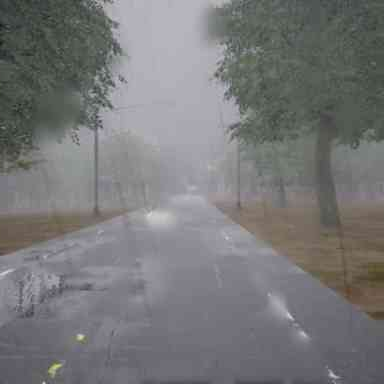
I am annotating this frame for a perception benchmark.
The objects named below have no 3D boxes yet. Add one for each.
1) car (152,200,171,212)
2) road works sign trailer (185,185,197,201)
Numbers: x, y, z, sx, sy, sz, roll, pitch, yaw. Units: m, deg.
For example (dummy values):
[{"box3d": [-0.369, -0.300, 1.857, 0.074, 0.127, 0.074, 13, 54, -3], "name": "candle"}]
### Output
[{"box3d": [-3.566, 1.580, 38.952, 1.895, 1.301, 4.718, 0, 0, 0], "name": "car"}, {"box3d": [-0.005, 0.184, 75.181, 2.380, 3.560, 2.880, 0, 1, 0], "name": "road works sign trailer"}]
